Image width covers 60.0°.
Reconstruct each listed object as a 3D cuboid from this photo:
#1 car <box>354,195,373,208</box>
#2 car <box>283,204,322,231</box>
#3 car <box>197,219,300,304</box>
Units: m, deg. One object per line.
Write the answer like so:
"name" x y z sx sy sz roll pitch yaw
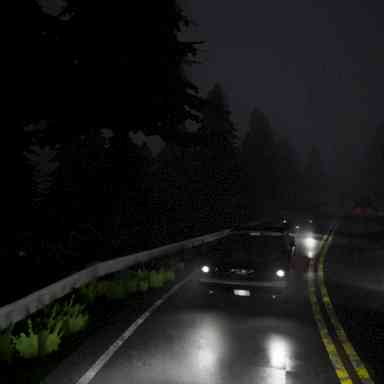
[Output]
"car" 20.774 1.057 40.190 2.128 1.511 4.902 -2 0 28
"car" 6.772 1.459 20.104 2.033 1.411 5.357 -2 0 26
"car" 1.629 1.599 8.437 1.895 1.301 4.718 -1 0 18
